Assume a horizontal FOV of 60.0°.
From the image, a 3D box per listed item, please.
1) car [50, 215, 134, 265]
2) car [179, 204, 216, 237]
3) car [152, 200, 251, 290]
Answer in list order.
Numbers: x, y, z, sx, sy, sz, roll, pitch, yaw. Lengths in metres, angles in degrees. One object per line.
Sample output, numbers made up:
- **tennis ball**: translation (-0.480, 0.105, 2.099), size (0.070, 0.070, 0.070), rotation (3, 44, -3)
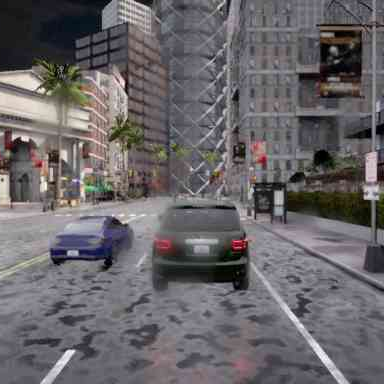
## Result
- **car**: translation (-3.272, 1.525, 11.509), size (1.812, 1.442, 4.674), rotation (0, 0, 1)
- **car**: translation (0.301, 1.503, 19.082), size (1.837, 1.490, 4.892), rotation (0, 0, 1)
- **car**: translation (0.200, 1.221, 9.221), size (2.150, 2.045, 5.566), rotation (0, 0, 0)
